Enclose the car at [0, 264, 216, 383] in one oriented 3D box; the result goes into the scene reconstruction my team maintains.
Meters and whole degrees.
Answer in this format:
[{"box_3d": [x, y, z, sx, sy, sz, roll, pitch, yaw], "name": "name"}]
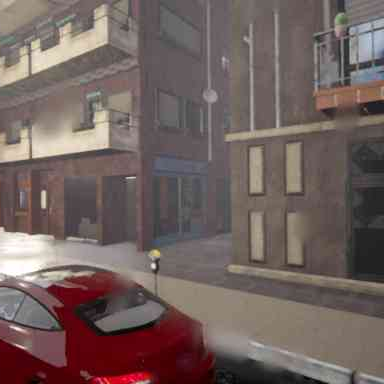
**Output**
[{"box_3d": [-1.702, 1.577, 4.062, 4.206, 1.307, 1.802, 0, -1, 36], "name": "car"}]
